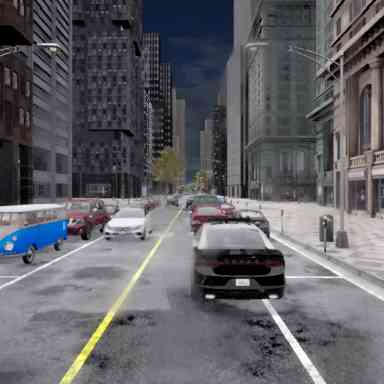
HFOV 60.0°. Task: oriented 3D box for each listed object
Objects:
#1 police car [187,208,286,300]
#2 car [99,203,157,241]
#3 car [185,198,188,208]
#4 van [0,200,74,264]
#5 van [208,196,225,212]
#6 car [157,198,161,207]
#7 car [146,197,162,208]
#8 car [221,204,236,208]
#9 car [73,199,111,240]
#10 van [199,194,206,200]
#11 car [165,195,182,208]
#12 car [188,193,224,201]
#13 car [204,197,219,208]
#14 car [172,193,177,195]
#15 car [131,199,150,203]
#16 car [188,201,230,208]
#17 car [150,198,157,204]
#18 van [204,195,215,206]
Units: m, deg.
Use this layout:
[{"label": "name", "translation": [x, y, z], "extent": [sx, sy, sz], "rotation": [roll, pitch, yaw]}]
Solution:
[{"label": "police car", "translation": [0.920, 1.426, 8.578], "extent": [1.930, 1.638, 5.238], "rotation": [0, 0, 0]}, {"label": "car", "translation": [-3.047, 1.527, 16.852], "extent": [1.812, 1.442, 4.674], "rotation": [0, 0, 0]}, {"label": "car", "translation": [0.143, 1.509, 47.417], "extent": [1.837, 1.490, 4.892], "rotation": [0, 0, 1]}, {"label": "van", "translation": [-5.740, 1.342, 11.511], "extent": [1.690, 1.788, 3.998], "rotation": [0, 0, 0]}, {"label": "van", "translation": [2.871, 1.344, 39.101], "extent": [1.690, 1.788, 3.998], "rotation": [0, 0, 0]}, {"label": "car", "translation": [-5.669, 1.549, 44.663], "extent": [1.887, 1.381, 4.507], "rotation": [0, 0, 0]}, {"label": "car", "translation": [-5.657, 1.550, 50.189], "extent": [1.887, 1.381, 4.507], "rotation": [0, 0, 0]}, {"label": "car", "translation": [2.813, 1.552, 17.000], "extent": [2.008, 1.369, 4.403], "rotation": [0, 0, 0]}, {"label": "car", "translation": [-5.728, 1.316, 17.036], "extent": [2.192, 1.841, 5.009], "rotation": [0, 0, 0]}, {"label": "van", "translation": [2.990, 1.375, 93.660], "extent": [1.690, 1.788, 3.998], "rotation": [0, 0, 0]}, {"label": "car", "translation": [-2.883, 1.552, 49.295], "extent": [2.033, 1.411, 5.357], "rotation": [0, 0, 0]}, {"label": "car", "translation": [0.958, 1.226, 24.499], "extent": [2.150, 2.045, 5.566], "rotation": [0, 0, 0]}, {"label": "car", "translation": [2.898, 1.550, 50.150], "extent": [1.887, 1.381, 4.507], "rotation": [0, 0, 0]}, {"label": "car", "translation": [-5.555, 1.554, 88.112], "extent": [1.752, 1.417, 4.829], "rotation": [0, 0, 0]}, {"label": "car", "translation": [-5.693, 1.528, 33.443], "extent": [1.752, 1.417, 4.829], "rotation": [0, 0, 0]}, {"label": "car", "translation": [0.871, 1.479, 18.458], "extent": [1.882, 1.535, 5.008], "rotation": [0, 0, -1]}, {"label": "car", "translation": [-5.681, 1.548, 39.138], "extent": [1.887, 1.381, 4.507], "rotation": [0, 0, 0]}, {"label": "van", "translation": [2.913, 1.348, 55.675], "extent": [1.690, 1.788, 3.998], "rotation": [0, 0, 0]}]
